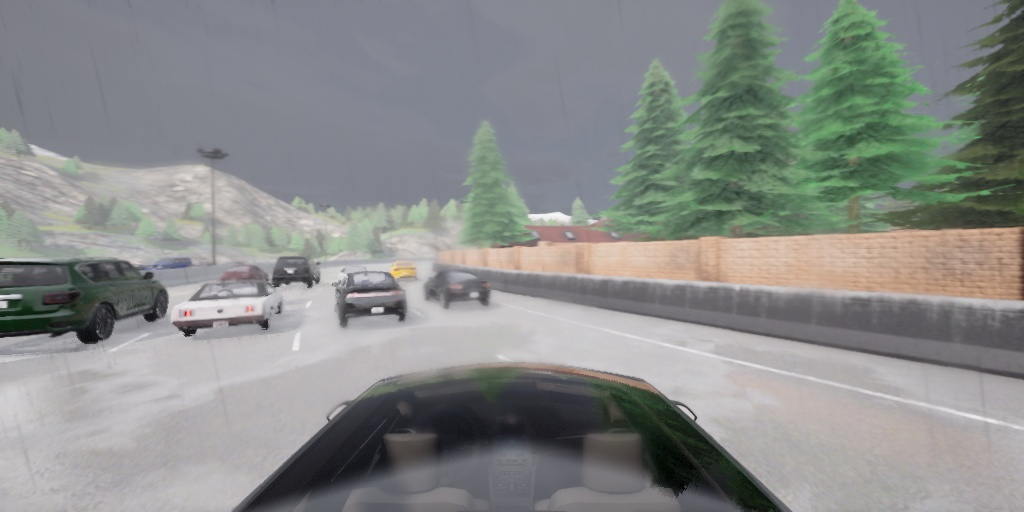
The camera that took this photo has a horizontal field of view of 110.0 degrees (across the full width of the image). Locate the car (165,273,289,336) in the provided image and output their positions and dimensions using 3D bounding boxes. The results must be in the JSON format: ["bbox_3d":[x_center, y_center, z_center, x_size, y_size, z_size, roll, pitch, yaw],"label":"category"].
[{"bbox_3d":[-8.156,1.390,10.785,1.895,1.301,4.718,-1,0,-27],"label":"car"}]

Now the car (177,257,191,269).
[{"bbox_3d":[-42.804,1.195,45.066,2.150,2.045,5.566,-1,0,-12],"label":"car"}]

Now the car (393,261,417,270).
[{"bbox_3d":[-9.070,1.190,29.907,1.882,1.535,5.008,-1,1,-21],"label":"car"}]

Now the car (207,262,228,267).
[{"bbox_3d":[-35.823,1.450,45.880,2.033,1.411,5.357,-1,0,-12],"label":"car"}]

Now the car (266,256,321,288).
[{"bbox_3d":[-14.339,1.014,24.095,2.150,2.045,5.566,-1,1,-22],"label":"car"}]

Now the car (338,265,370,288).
[{"bbox_3d":[-10.991,1.354,25.173,1.895,1.301,4.718,-1,0,-22],"label":"car"}]

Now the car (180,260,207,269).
[{"bbox_3d":[-39.309,1.501,45.585,1.994,1.385,4.181,-1,0,-12],"label":"car"}]

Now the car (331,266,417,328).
[{"bbox_3d":[-4.679,1.241,11.664,2.128,1.511,4.902,-1,0,-28],"label":"car"}]

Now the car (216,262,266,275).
[{"bbox_3d":[-18.317,1.351,24.715,1.812,1.442,4.674,-1,0,-21],"label":"car"}]

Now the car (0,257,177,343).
[{"bbox_3d":[-11.434,1.051,9.489,2.150,2.045,5.566,-1,1,-27],"label":"car"}]

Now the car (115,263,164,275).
[{"bbox_3d":[-46.307,1.610,44.736,1.895,1.301,4.718,-1,0,-12],"label":"car"}]

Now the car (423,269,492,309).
[{"bbox_3d":[-2.358,1.241,14.825,1.812,1.442,4.674,-1,0,-27],"label":"car"}]
